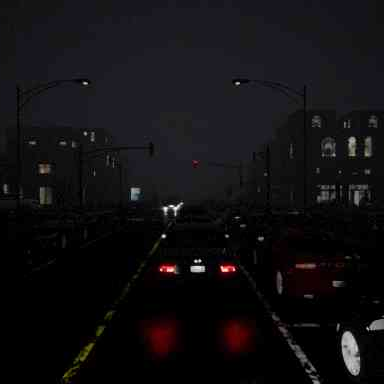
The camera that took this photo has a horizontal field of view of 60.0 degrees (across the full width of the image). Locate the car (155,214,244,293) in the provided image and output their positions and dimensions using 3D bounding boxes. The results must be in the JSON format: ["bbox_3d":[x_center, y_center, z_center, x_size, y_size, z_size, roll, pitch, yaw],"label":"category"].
[{"bbox_3d":[0.098,1.548,8.997,2.033,1.411,5.357,0,0,0],"label":"car"}]

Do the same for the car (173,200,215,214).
[{"bbox_3d":[0.086,1.480,19.461,1.882,1.535,5.008,0,0,0],"label":"car"}]

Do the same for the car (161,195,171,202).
[{"bbox_3d":[-5.739,1.451,74.183,1.967,1.590,4.097,0,0,0],"label":"car"}]

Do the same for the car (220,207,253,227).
[{"bbox_3d":[2.680,1.553,19.698,2.008,1.369,4.403,0,0,0],"label":"car"}]

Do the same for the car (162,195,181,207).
[{"bbox_3d":[-3.145,1.532,51.134,1.812,1.442,4.674,0,0,1],"label":"car"}]

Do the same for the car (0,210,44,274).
[{"bbox_3d":[-5.692,1.441,8.325,1.967,1.590,4.097,0,0,0],"label":"car"}]

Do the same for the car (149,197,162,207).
[{"bbox_3d":[-5.724,1.588,52.095,1.802,1.307,4.206,0,0,0],"label":"car"}]

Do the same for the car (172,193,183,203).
[{"bbox_3d":[-3.052,1.236,72.142,2.150,2.045,5.566,0,0,0],"label":"car"}]

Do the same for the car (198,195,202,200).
[{"bbox_3d":[2.649,1.590,63.130,1.802,1.307,4.206,0,0,0],"label":"car"}]

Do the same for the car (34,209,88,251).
[{"bbox_3d":[-5.697,1.552,14.017,2.008,1.369,4.403,0,0,0],"label":"car"}]

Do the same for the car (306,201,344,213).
[{"bbox_3d":[14.784,1.653,37.283,4.181,1.385,1.994,0,0,1],"label":"car"}]

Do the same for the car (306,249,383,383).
[{"bbox_3d":[2.692,1.551,2.622,2.008,1.369,4.403,0,0,0],"label":"car"}]

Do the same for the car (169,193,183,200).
[{"bbox_3d":[-3.110,1.499,61.486,2.128,1.511,4.902,0,0,0],"label":"car"}]

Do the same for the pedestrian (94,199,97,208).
[{"bbox_3d":[-12.583,1.415,43.222,0.375,1.300,0.375,0,-1,1],"label":"pedestrian"}]

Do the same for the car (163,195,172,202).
[{"bbox_3d":[-5.743,1.538,79.535,1.752,1.417,4.829,0,0,0],"label":"car"}]

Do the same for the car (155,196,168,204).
[{"bbox_3d":[-5.732,1.559,63.138,2.008,1.369,4.403,0,0,0],"label":"car"}]

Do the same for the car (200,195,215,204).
[{"bbox_3d":[2.657,1.572,52.088,1.947,1.339,4.313,0,0,0],"label":"car"}]

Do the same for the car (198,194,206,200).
[{"bbox_3d":[2.630,1.458,90.741,1.967,1.590,4.097,0,0,0],"label":"car"}]

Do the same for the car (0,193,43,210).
[{"bbox_3d":[-18.586,1.142,34.553,5.566,2.045,2.150,0,0,-1],"label":"car"}]

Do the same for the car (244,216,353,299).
[{"bbox_3d":[2.688,1.546,8.314,1.887,1.381,4.507,0,0,0],"label":"car"}]
